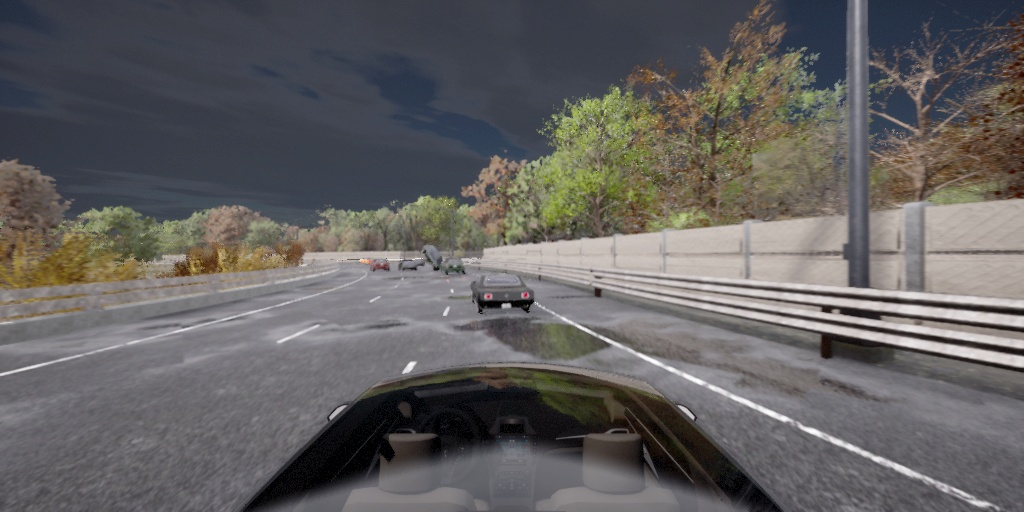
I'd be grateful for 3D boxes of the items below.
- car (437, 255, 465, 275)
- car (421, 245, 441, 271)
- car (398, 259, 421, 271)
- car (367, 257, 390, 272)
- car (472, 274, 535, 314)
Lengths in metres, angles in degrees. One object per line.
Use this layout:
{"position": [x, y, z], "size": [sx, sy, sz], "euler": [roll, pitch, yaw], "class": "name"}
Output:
{"position": [-6.414, 1.029, 38.355], "size": [2.097, 1.767, 4.553], "euler": [-1, 0, -18], "class": "car"}
{"position": [-10.249, 0.100, 47.423], "size": [1.994, 4.181, 1.385], "euler": [-3, -39, -51], "class": "car"}
{"position": [-14.098, 1.268, 48.287], "size": [1.994, 1.385, 4.181], "euler": [-1, 0, -27], "class": "car"}
{"position": [-17.267, 1.086, 46.797], "size": [2.097, 1.767, 4.553], "euler": [-1, 0, -27], "class": "car"}
{"position": [-0.538, 1.314, 13.727], "size": [1.895, 1.301, 4.718], "euler": [-1, 0, -10], "class": "car"}
